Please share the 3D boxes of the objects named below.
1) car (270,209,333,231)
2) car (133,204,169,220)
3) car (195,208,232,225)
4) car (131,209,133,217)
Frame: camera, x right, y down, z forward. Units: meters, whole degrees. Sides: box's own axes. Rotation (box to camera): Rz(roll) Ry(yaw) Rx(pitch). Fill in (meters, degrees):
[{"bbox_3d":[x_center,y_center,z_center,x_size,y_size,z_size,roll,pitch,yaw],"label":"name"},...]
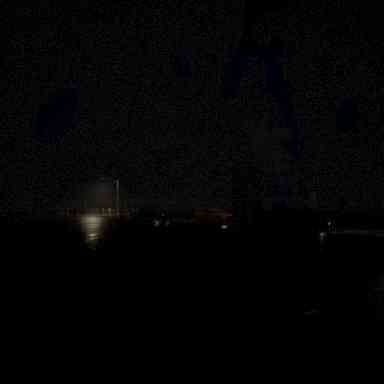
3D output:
[{"bbox_3d":[8.135,2.045,25.050,1.837,1.490,4.892,1,-3,-35],"label":"car"},{"bbox_3d":[-5.182,2.608,43.810,2.150,2.045,5.566,1,-3,-36],"label":"car"},{"bbox_3d":[2.325,2.384,33.251,1.882,1.535,5.008,1,-3,-36],"label":"car"},{"bbox_3d":[-7.530,2.966,52.169,2.150,2.045,5.566,1,-3,-35],"label":"car"}]
